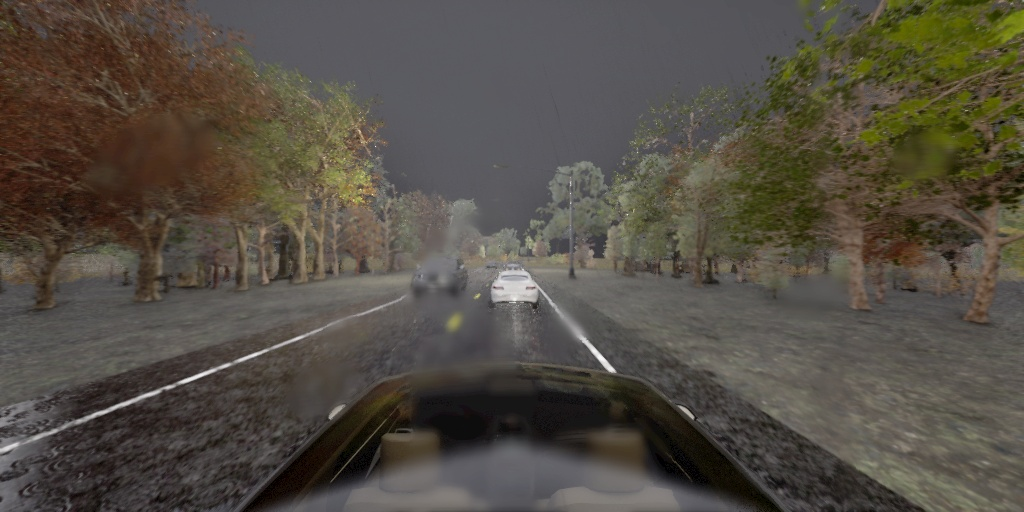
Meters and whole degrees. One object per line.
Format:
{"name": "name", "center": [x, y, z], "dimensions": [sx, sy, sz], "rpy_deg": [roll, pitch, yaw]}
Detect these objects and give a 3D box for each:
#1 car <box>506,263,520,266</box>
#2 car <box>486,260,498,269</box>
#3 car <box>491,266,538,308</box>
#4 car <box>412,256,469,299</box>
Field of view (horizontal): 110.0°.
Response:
{"name": "car", "center": [0.099, 1.432, 39.158], "dimensions": [2.033, 1.411, 5.357], "rpy_deg": [0, 0, 0]}
{"name": "car", "center": [-3.518, 1.486, 62.219], "dimensions": [1.837, 1.490, 4.892], "rpy_deg": [0, 0, 0]}
{"name": "car", "center": [0.098, 1.324, 15.320], "dimensions": [1.812, 1.442, 4.674], "rpy_deg": [0, 0, 0]}
{"name": "car", "center": [-3.597, 1.034, 19.013], "dimensions": [2.150, 2.045, 5.566], "rpy_deg": [0, 0, 0]}
